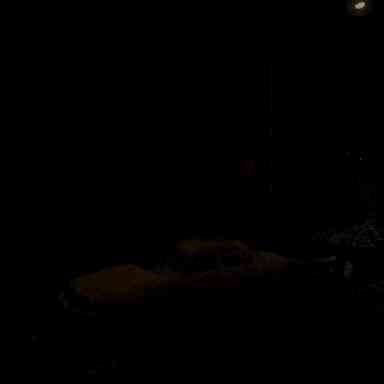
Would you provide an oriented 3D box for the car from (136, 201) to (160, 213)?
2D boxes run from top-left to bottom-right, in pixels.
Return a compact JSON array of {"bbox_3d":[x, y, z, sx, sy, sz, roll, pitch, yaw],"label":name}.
[{"bbox_3d":[-7.778,2.713,55.849,1.837,1.490,4.892,1,-2,-35],"label":"car"}]

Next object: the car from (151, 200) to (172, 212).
[{"bbox_3d":[-5.692,2.480,58.531,2.150,2.045,5.566,1,-2,-36],"label":"car"}]

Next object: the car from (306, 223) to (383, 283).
[{"bbox_3d":[4.598,1.652,9.927,4.403,1.369,2.008,1,-1,-35],"label":"car"}]

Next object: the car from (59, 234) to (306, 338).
[{"bbox_3d":[-0.028,1.566,6.628,4.829,1.417,1.752,1,-1,-35],"label":"car"}]

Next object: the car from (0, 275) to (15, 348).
[{"bbox_3d":[-4.379,1.534,3.526,4.403,1.369,2.008,1,-1,-35],"label":"car"}]
